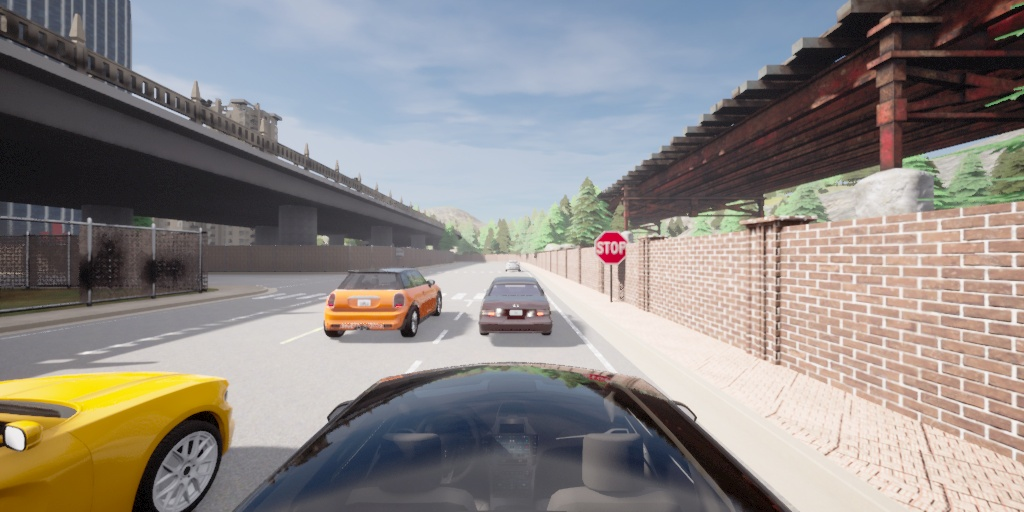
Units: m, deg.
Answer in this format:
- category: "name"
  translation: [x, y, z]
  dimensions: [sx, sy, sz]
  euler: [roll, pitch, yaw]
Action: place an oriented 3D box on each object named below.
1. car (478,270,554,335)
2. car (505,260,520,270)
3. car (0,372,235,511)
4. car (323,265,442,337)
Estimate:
- category: "car"
  translation: [0.088, 1.295, 10.412]
  dimensions: [2.033, 1.411, 5.357]
  euler: [0, 0, 0]
- category: "car"
  translation: [0.114, 1.264, 46.284]
  dimensions: [1.812, 1.442, 4.674]
  euler: [0, 0, -1]
- category: "car"
  translation: [-3.398, 1.228, 1.135]
  dimensions: [1.882, 1.535, 5.008]
  euler: [0, 0, 0]
- category: "car"
  translation: [-3.414, 1.100, 10.393]
  dimensions: [2.097, 1.767, 4.553]
  euler: [0, 0, 0]
